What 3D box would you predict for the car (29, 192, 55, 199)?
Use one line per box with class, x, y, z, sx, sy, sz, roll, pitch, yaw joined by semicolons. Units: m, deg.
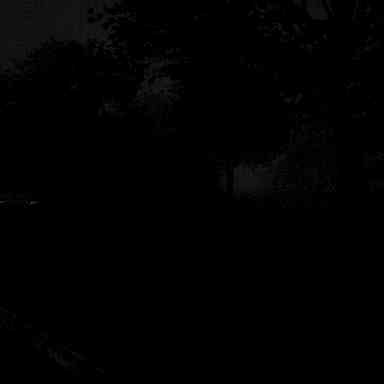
car;-25.725;0.327;57.315;2.150;2.045;5.566;-1;2;5
